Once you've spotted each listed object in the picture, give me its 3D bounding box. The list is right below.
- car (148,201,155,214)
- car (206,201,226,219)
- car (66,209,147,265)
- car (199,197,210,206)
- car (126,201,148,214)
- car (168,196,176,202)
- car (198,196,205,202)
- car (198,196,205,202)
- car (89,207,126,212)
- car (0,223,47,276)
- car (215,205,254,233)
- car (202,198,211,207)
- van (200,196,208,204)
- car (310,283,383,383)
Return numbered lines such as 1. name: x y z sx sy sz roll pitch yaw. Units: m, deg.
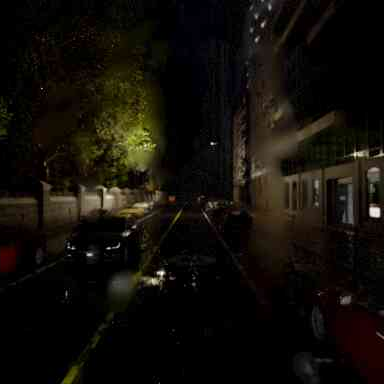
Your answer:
1. car: -5.701 1.851 37.712 2.008 1.369 4.403 0 0 0
2. car: 2.682 1.824 32.009 1.947 1.339 4.313 0 0 0
3. car: -3.006 1.609 12.205 1.837 1.490 4.892 0 0 0
4. car: 2.670 2.040 60.413 1.802 1.307 4.206 0 0 0
5. car: -5.699 1.782 31.859 1.752 1.417 4.829 0 0 0
6. car: -5.722 1.975 94.541 2.192 1.841 5.009 1 0 0
7. car: 2.669 1.809 66.098 2.192 1.841 5.009 0 0 0
8. car: 2.657 2.099 94.503 1.967 1.590 4.097 1 0 0
9. car: -5.695 1.723 20.665 2.008 1.369 4.403 0 0 0
10. car: -5.690 1.625 9.298 1.887 1.381 4.507 0 0 0
11. car: 2.686 1.716 20.647 1.887 1.381 4.507 0 0 0
12. car: 2.677 1.892 43.373 2.008 1.369 4.403 0 0 0
13. van: 2.665 1.904 77.459 1.690 1.788 3.998 1 0 0
14. car: 2.693 1.615 3.603 1.802 1.307 4.206 0 0 0
